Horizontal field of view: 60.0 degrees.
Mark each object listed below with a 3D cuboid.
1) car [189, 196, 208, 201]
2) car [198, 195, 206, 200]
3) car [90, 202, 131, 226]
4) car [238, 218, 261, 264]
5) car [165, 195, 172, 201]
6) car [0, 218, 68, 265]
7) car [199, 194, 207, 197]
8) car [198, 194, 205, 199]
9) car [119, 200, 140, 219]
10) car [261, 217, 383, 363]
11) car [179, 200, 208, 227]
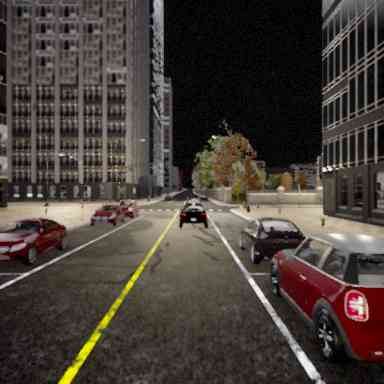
[{"bbox_3d":[0.323,1.506,37.780,2.033,1.411,5.357,0,0,6],"label":"car"},{"bbox_3d":[2.669,1.391,88.813,1.887,1.381,4.507,0,0,0],"label":"car"},{"bbox_3d":[-5.695,1.568,22.980,1.802,1.307,4.206,0,0,0],"label":"car"},{"bbox_3d":[2.688,1.548,11.592,2.008,1.369,4.403,0,0,0],"label":"car"},{"bbox_3d":[-5.856,1.426,83.195,1.947,1.339,4.313,0,0,0],"label":"car"},{"bbox_3d":[-5.693,1.579,11.592,1.802,1.307,4.206,0,0,0],"label":"car"},{"bbox_3d":[2.732,1.438,77.699,1.947,1.339,4.313,0,0,0],"label":"car"},{"bbox_3d":[2.667,1.381,94.374,2.008,1.369,4.403,0,0,0],"label":"car"},{"bbox_3d":[-5.697,1.417,28.672,1.967,1.590,4.097,0,0,0],"label":"car"},{"bbox_3d":[2.690,1.439,5.899,1.967,1.590,4.097,0,0,0],"label":"car"},{"bbox_3d":[0.094,1.512,22.530,1.812,1.442,4.674,0,0,0],"label":"car"}]
